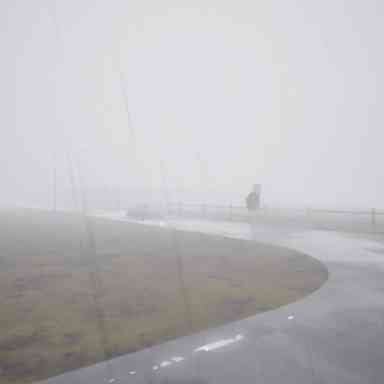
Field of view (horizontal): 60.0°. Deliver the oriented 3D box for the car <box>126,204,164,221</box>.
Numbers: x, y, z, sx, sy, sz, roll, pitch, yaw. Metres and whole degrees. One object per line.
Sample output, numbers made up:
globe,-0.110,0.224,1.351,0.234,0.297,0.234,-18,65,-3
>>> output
car,-4.174,1.756,29.195,1.994,1.385,4.181,0,0,-36
